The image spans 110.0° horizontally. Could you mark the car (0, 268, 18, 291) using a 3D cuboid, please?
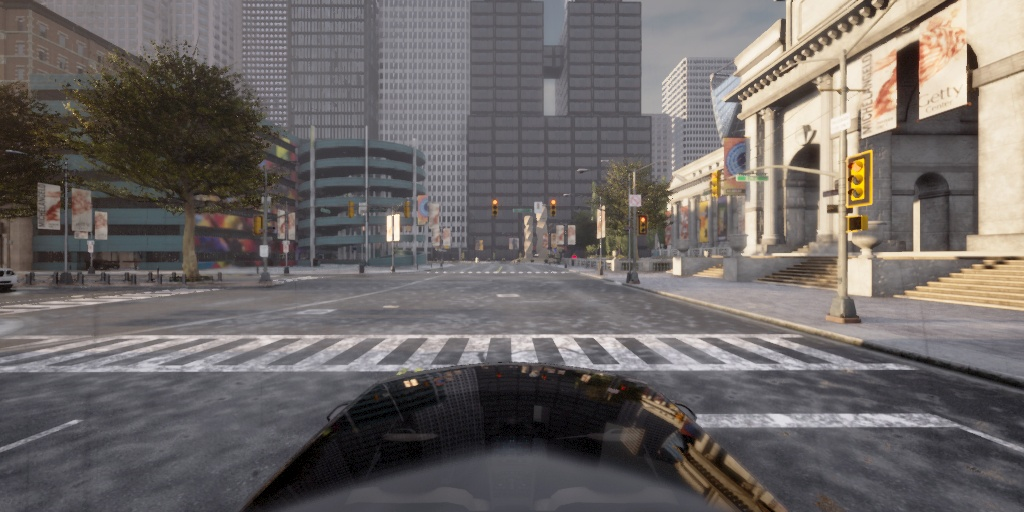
[{"bbox_3d":[-31.152,0.971,19.773,5.566,2.045,2.150,0,0,0],"label":"car"}]
